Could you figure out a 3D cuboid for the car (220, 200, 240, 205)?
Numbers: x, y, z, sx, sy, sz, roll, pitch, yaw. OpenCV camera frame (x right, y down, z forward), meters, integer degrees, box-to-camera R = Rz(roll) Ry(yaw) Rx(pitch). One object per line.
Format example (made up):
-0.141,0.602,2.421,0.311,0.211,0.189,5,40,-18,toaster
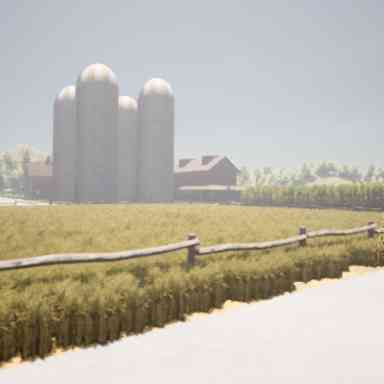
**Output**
6.261,2.054,53.338,1.994,1.385,4.181,1,-1,-35,car
